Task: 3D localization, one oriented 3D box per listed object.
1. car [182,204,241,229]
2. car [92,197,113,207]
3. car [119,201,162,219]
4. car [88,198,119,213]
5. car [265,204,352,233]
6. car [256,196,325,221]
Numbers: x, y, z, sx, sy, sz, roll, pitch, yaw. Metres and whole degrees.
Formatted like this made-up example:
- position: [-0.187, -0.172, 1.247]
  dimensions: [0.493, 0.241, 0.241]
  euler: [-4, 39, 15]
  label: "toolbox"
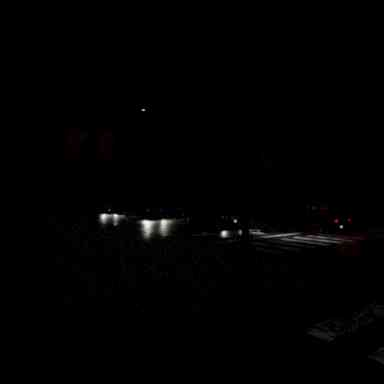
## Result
- position: [1.245, 1.551, 22.518]
  dimensions: [2.128, 1.511, 4.902]
  euler: [0, 0, -36]
  label: "car"
- position: [-15.395, 1.719, 57.204]
  dimensions: [1.837, 1.490, 4.892]
  euler: [0, 0, -36]
  label: "car"
- position: [-4.575, 1.576, 30.631]
  dimensions: [1.882, 1.535, 5.008]
  euler: [0, 0, -35]
  label: "car"
- position: [-10.475, 1.738, 38.867]
  dimensions: [1.895, 1.301, 4.718]
  euler: [0, 0, -36]
  label: "car"
- position: [7.048, 1.646, 20.348]
  dimensions: [1.895, 1.301, 4.718]
  euler: [0, 0, -36]
  label: "car"
- position: [7.440, 1.287, 25.381]
  dimensions: [2.150, 2.045, 5.566]
  euler: [0, 0, -36]
  label: "car"
